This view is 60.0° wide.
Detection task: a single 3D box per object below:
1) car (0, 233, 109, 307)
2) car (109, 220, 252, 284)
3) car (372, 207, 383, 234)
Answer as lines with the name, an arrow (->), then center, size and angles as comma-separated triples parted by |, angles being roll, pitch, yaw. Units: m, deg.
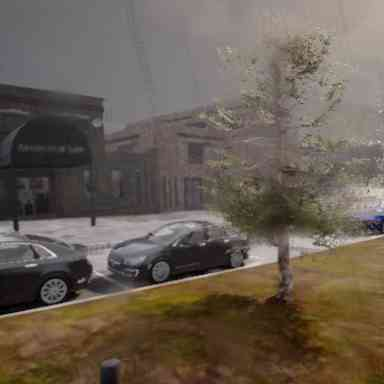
car -> -4.606, 1.691, 7.062 | 4.892, 1.521, 2.231 | 0, 2, -37
car -> -0.183, 1.687, 10.482 | 4.892, 1.521, 2.231 | 0, 2, -38
car -> 11.737, 1.679, 21.216 | 5.008, 1.535, 2.097 | 0, -1, -45
